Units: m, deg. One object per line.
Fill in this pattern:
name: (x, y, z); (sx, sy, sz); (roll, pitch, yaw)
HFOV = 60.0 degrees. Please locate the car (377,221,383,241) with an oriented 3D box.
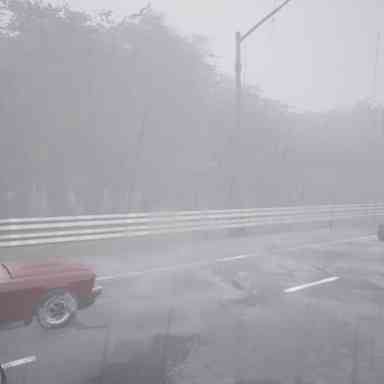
car: (10.485, 1.569, 15.529); (4.181, 1.385, 1.994); (0, 0, -36)

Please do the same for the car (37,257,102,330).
car: (-3.942, 1.602, 5.241); (4.718, 1.301, 1.895); (0, 0, -35)

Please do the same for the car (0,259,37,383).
car: (-3.752, 1.221, 1.080); (5.566, 2.045, 2.150); (0, 0, -35)
